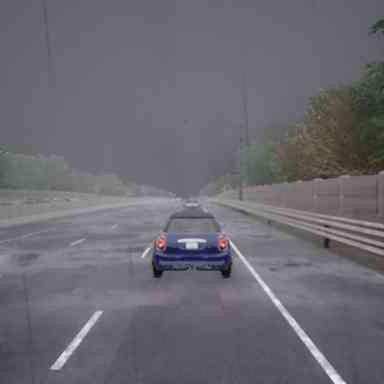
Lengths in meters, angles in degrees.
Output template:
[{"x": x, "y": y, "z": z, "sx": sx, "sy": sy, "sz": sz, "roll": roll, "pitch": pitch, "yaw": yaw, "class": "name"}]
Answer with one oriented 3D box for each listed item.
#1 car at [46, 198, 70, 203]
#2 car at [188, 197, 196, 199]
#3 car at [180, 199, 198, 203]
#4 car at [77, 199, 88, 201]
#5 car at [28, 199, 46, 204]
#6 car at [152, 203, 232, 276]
[{"x": -21.061, "y": 1.750, "z": 53.585, "sx": 1.837, "sy": 1.490, "sz": 4.892, "roll": 0, "pitch": -1, "yaw": 0, "class": "car"}, {"x": -0.008, "y": 1.667, "z": 59.665, "sx": 2.097, "sy": 1.767, "sz": 4.553, "roll": 0, "pitch": -1, "yaw": 0, "class": "car"}, {"x": -0.006, "y": 1.641, "z": 32.104, "sx": 1.812, "sy": 1.442, "sz": 4.674, "roll": 0, "pitch": 0, "yaw": 0, "class": "car"}, {"x": -17.563, "y": 1.812, "z": 53.825, "sx": 1.994, "sy": 1.385, "sz": 4.181, "roll": 0, "pitch": -1, "yaw": 0, "class": "car"}, {"x": -24.553, "y": 1.847, "z": 53.558, "sx": 1.895, "sy": 1.301, "sz": 4.718, "roll": 0, "pitch": -1, "yaw": 1, "class": "car"}, {"x": -0.002, "y": 1.389, "z": 10.589, "sx": 2.097, "sy": 1.767, "sz": 4.553, "roll": 0, "pitch": 0, "yaw": 0, "class": "car"}]
